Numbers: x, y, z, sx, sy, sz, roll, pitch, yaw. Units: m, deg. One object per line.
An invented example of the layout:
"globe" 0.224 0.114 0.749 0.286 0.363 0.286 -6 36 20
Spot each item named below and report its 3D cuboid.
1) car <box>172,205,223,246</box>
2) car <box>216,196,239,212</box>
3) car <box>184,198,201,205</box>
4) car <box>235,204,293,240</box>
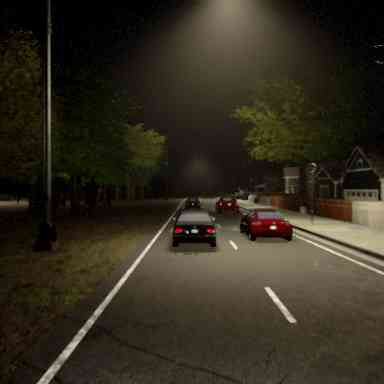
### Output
"car" 0.097 1.523 15.094 2.033 1.411 5.357 0 0 0
"car" 3.596 1.228 34.338 2.097 1.767 4.553 0 0 0
"car" 0.094 1.390 39.575 2.033 1.411 5.357 0 0 0
"car" 3.598 1.532 16.720 1.994 1.385 4.181 0 0 0
